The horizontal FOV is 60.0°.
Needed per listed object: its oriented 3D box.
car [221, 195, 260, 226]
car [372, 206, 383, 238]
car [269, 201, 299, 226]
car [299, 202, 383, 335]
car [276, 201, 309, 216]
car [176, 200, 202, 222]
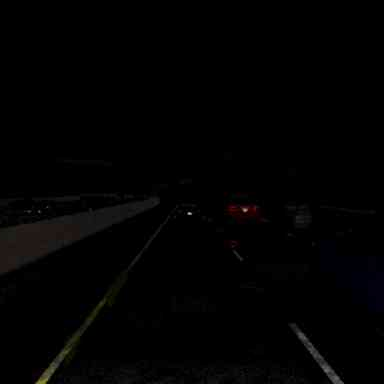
[{"bbox_3d":[3.336,1.231,23.769,2.150,2.045,5.566,0,0,-1],"label":"car"},{"bbox_3d":[10.442,1.502,14.990,1.882,1.535,5.008,0,0,-1],"label":"car"},{"bbox_3d":[6.839,1.543,23.584,1.812,1.442,4.674,0,0,-1],"label":"car"},{"bbox_3d":[3.564,1.230,4.684,2.150,2.045,5.566,0,0,-1],"label":"car"},{"bbox_3d":[10.210,1.626,34.231,1.895,1.301,4.718,0,0,-1],"label":"car"},{"bbox_3d":[-0.201,1.566,26.409,1.994,1.385,4.181,0,0,-1],"label":"car"}]
